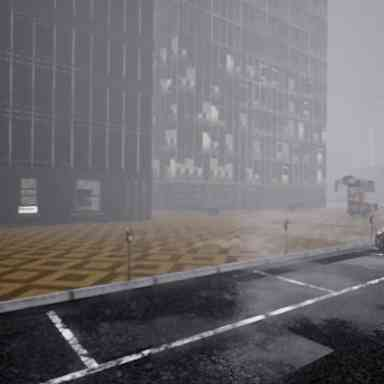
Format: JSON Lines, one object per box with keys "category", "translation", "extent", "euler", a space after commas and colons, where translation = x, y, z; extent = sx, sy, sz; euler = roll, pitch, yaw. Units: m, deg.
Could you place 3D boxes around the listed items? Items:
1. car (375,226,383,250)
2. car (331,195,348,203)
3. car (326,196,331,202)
{"category": "car", "translation": [8.847, 1.454, 12.823], "extent": [4.097, 1.590, 1.967], "euler": [0, 1, -35]}
{"category": "car", "translation": [36.141, 1.587, 78.066], "extent": [2.192, 1.841, 5.009], "euler": [1, -1, -35]}
{"category": "car", "translation": [32.952, 1.739, 82.609], "extent": [1.967, 1.590, 4.097], "euler": [1, -1, -35]}
